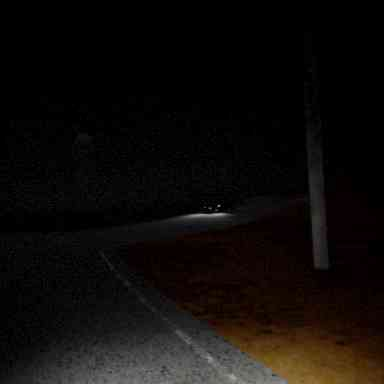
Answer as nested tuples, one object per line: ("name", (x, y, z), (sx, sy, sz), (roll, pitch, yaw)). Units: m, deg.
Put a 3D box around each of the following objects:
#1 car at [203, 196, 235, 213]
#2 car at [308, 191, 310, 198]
("car", (2.748, 1.215, 32.928), (1.837, 1.490, 4.892), (-3, 0, 27))
("car", (19.341, -0.036, 48.828), (4.553, 1.767, 2.097), (-4, 0, -24))
